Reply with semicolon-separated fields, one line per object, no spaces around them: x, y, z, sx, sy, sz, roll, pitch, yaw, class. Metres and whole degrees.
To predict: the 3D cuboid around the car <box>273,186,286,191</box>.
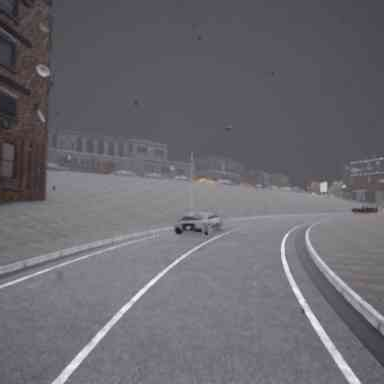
19.149;-0.567;77.621;4.892;1.521;2.231;4;-6;-43;car

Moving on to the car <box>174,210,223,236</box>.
0.475;1.798;20.114;1.994;1.385;4.181;-1;-1;21;car

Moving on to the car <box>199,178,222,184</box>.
2.625;-1.790;62.865;5.008;1.535;2.097;4;-5;-39;car

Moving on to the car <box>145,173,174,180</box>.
-6.098;-2.357;56.031;4.892;1.521;2.231;3;-5;-36;car

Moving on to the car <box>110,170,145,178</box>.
-10.536;-2.611;52.759;4.892;1.521;2.231;3;-5;-36;car

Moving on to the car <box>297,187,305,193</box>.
27.034;-0.101;85.630;2.435;2.045;5.566;-4;-6;44;car

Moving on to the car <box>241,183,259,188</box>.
11.156;-1.154;70.174;4.792;1.488;2.163;4;-6;-41;car

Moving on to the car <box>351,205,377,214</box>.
27.070;2.742;52.327;4.718;1.301;1.895;2;-4;-35;car

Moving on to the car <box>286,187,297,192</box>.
23.137;-0.347;81.600;2.185;1.767;4.553;-4;-6;45;car

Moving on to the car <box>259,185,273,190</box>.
15.228;-0.837;73.887;4.674;1.452;2.002;4;-6;-42;car

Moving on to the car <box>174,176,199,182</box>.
-1.700;-2.040;59.399;4.674;1.452;2.002;4;-5;-37;car

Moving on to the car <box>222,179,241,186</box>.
6.858;-1.621;66.414;4.553;1.767;2.185;4;-6;-40;car

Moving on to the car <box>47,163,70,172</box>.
-19.344;-3.212;46.294;4.553;1.767;2.185;3;-5;-36;car
